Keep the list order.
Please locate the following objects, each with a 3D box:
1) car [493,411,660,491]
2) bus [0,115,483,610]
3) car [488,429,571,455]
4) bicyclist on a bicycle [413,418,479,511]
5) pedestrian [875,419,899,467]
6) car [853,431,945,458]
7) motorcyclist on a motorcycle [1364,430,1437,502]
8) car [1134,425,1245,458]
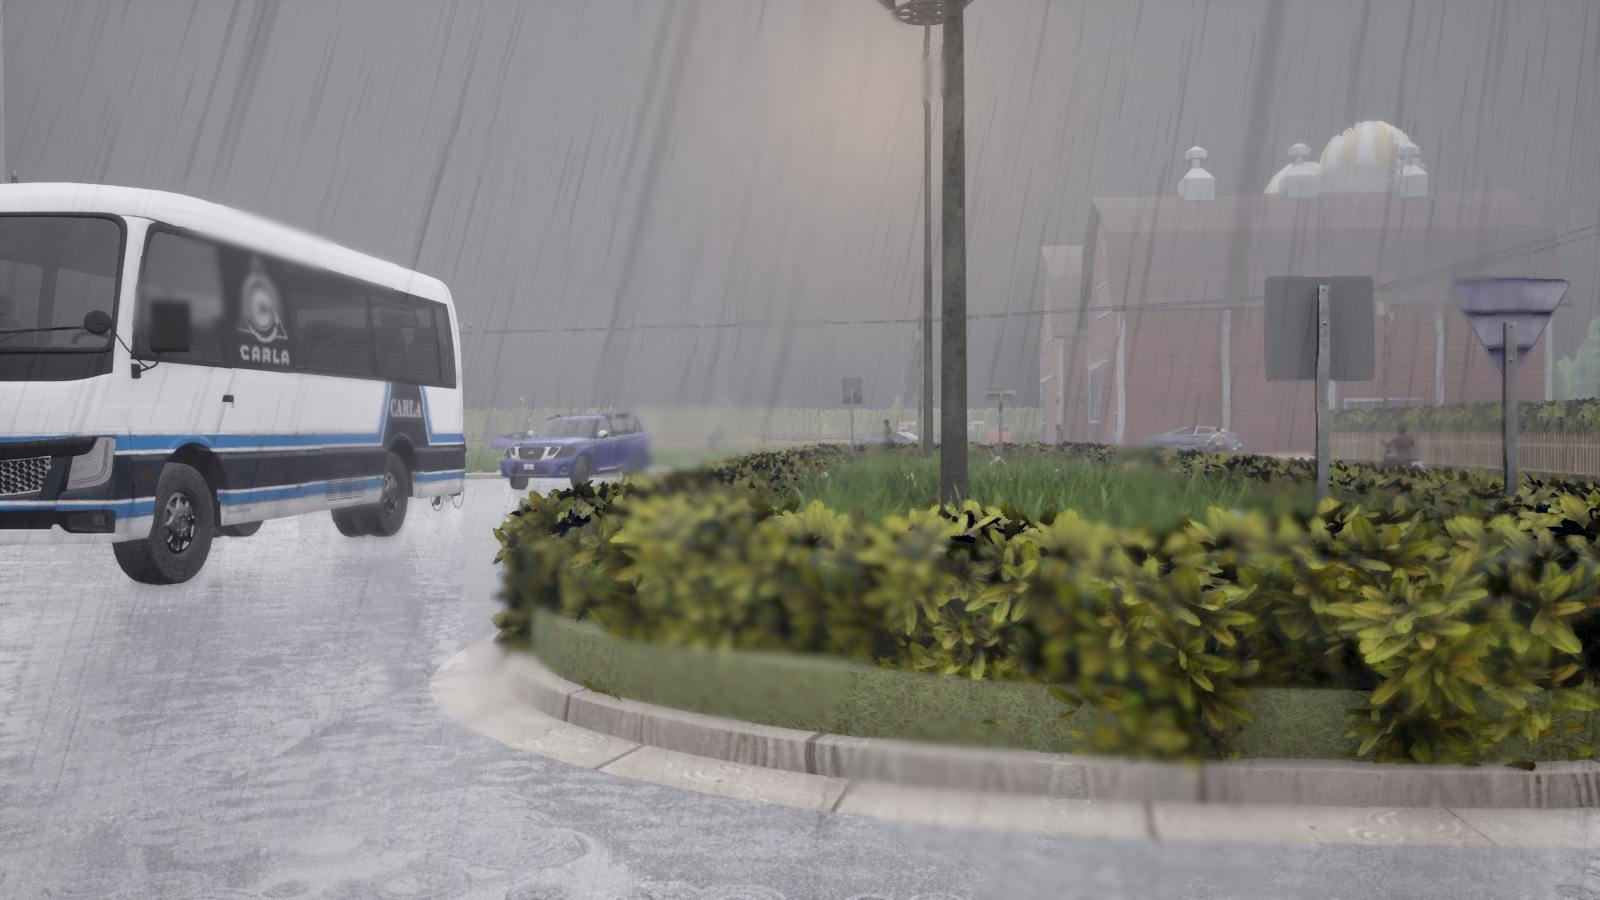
[{"bbox_3d":[-6.071,-0.040,34.943,2.150,2.045,5.566,1,1,19],"label":"car"},{"bbox_3d":[-7.655,-0.836,16.061,3.944,4.253,10.273,0,1,4],"label":"bus"},{"bbox_3d":[-16.266,-0.500,75.709,4.514,1.525,2.007,0,1,5],"label":"car"},{"bbox_3d":[-6.991,0.272,24.879,0.659,1.776,1.843,0,0,5],"label":"bicyclist on a bicycle"},{"bbox_3d":[3.304,-0.268,47.605,0.869,1.805,0.328,0,1,-25],"label":"pedestrian"},{"bbox_3d":[5.658,-0.329,71.915,4.792,1.488,2.163,1,1,31],"label":"car"},{"bbox_3d":[14.275,0.351,29.931,0.766,1.649,2.350,0,1,5],"label":"motorcyclist on a motorcycle"},{"bbox_3d":[20.044,-0.438,64.675,5.027,1.651,2.152,1,1,35],"label":"car"}]
